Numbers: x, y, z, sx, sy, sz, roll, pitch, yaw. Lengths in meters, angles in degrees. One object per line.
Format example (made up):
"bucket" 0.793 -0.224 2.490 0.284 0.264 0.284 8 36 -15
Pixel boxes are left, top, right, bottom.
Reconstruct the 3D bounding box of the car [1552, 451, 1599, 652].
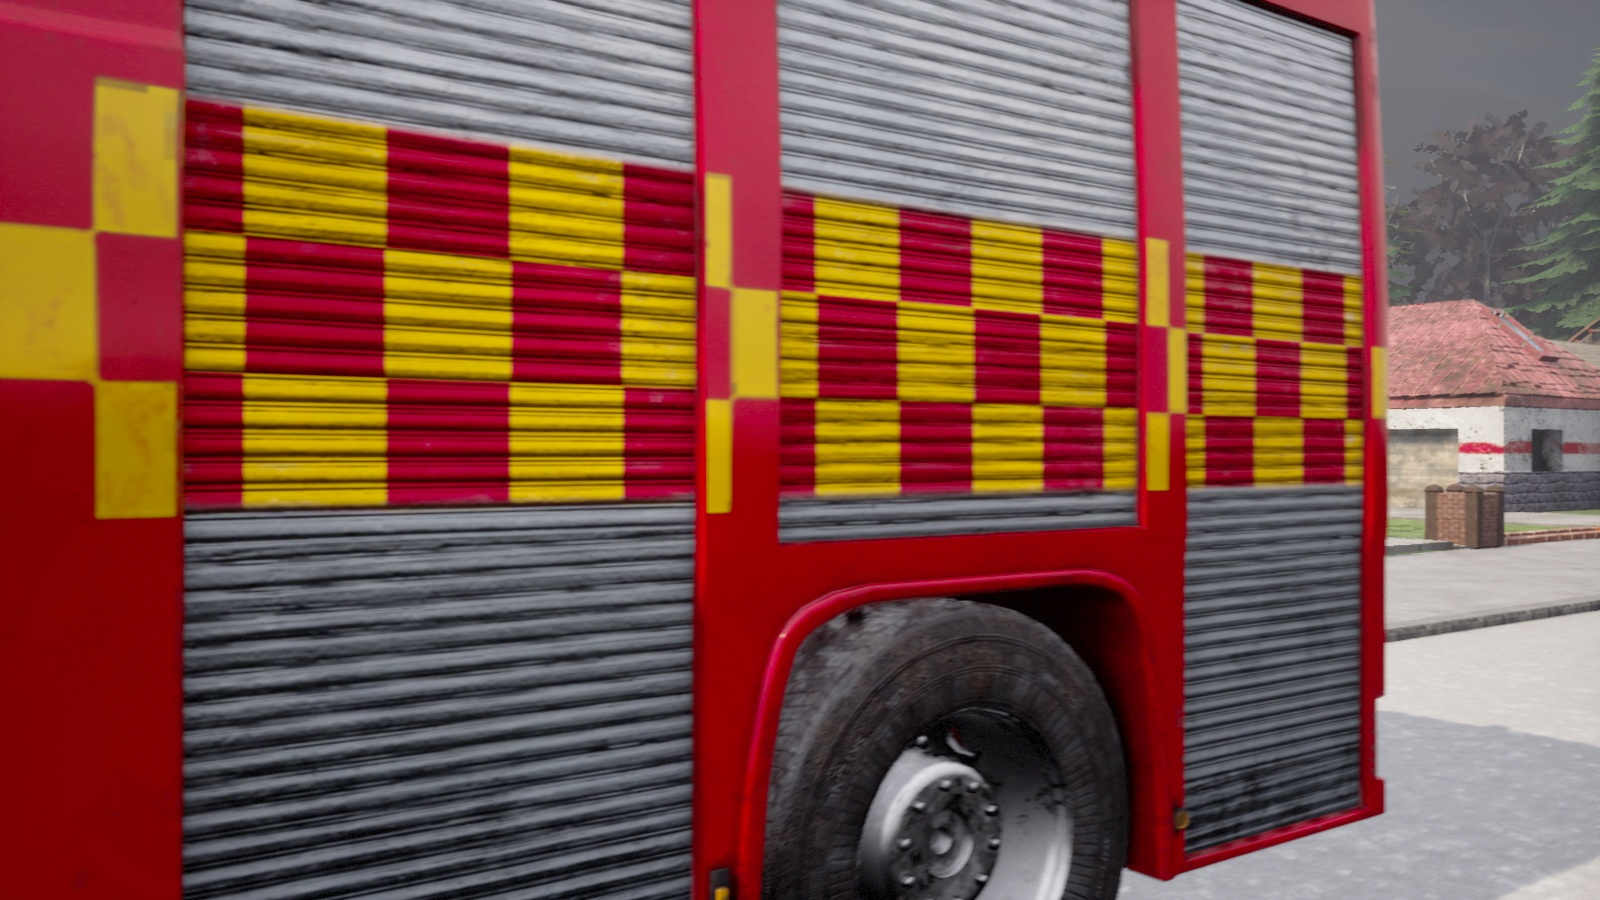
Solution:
"car" 8.326 0.752 10.063 4.792 1.488 2.163 0 0 -35

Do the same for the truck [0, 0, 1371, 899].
"truck" -2.637 -0.409 2.438 8.468 3.827 2.891 0 0 -35
